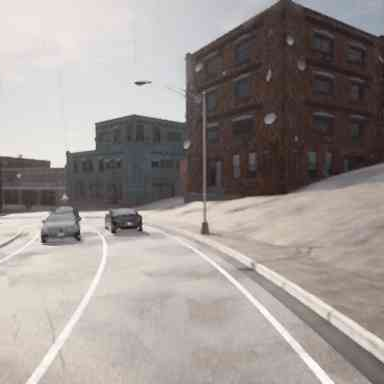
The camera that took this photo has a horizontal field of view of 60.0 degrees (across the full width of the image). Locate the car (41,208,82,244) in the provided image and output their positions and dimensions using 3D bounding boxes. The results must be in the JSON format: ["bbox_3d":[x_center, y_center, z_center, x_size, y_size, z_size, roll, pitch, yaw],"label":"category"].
[{"bbox_3d":[-7.019,1.814,17.952,1.812,1.442,4.674,-1,-1,-21],"label":"car"}]

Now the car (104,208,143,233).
[{"bbox_3d":[-4.607,1.764,21.916,1.882,1.535,5.008,-1,-1,-22],"label":"car"}]

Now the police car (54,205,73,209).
[{"bbox_3d":[-15.021,2.393,38.970,1.930,1.638,5.238,-2,-1,-40],"label":"police car"}]
